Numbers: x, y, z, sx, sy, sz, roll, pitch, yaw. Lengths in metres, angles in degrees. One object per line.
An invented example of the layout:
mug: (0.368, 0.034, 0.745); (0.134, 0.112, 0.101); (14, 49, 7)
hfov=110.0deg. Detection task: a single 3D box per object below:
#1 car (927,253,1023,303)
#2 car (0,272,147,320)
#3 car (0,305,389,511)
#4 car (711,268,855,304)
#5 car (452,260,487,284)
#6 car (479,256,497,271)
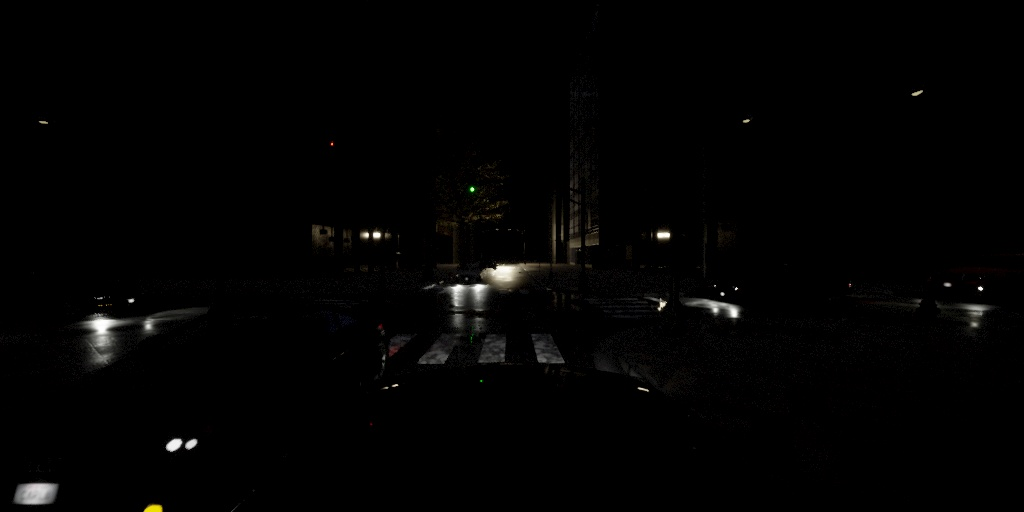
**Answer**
car: (21.762, 0.891, 15.648); (5.566, 2.045, 2.150); (0, 0, 0)
car: (-15.494, 1.295, 12.299); (4.892, 1.490, 1.837); (0, 0, 0)
car: (-3.008, 1.315, 4.252); (1.994, 1.385, 4.181); (0, 0, 0)
car: (11.717, 1.245, 15.622); (5.357, 1.411, 2.033); (0, 0, -4)
car: (-3.109, 1.286, 26.871); (1.812, 1.442, 4.674); (0, 0, 0)
car: (-3.205, 0.992, 48.721); (2.150, 2.045, 5.566); (0, 0, 0)
